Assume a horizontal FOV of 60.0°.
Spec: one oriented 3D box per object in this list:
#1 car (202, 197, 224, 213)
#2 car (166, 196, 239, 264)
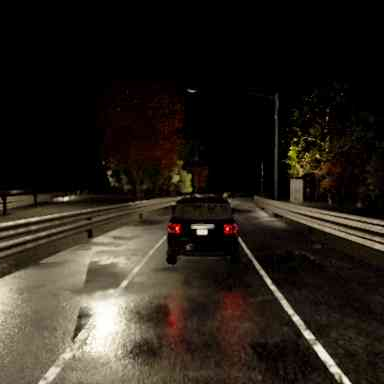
[{"bbox_3d":[2.269,1.335,35.214,2.033,1.411,5.357,0,0,7],"label":"car"},{"bbox_3d":[0.395,1.158,11.734,2.150,2.045,5.566,0,1,2],"label":"car"}]
